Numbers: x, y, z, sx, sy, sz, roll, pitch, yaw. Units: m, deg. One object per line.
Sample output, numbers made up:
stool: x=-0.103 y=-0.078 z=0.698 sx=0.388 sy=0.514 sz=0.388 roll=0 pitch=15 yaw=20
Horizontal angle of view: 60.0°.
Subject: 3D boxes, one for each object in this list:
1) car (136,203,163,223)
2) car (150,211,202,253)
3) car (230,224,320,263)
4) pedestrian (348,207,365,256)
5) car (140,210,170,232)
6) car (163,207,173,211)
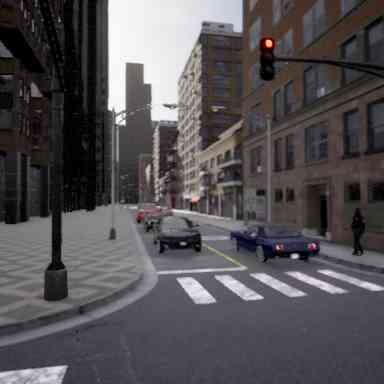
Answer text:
car: x=-4.840 y=2.244 z=36.196 sx=2.150 sy=2.045 sz=5.566 roll=0 pitch=-2 yaw=-11
car: x=-0.812 y=1.931 z=16.175 sx=1.882 sy=1.535 sz=5.008 roll=0 pitch=-2 yaw=-10
car: x=3.089 y=1.966 z=13.576 sx=1.895 sy=1.301 sz=4.718 roll=0 pitch=-2 yaw=-12
pedestrian: x=6.251 y=1.464 z=12.520 sx=0.375 sy=1.860 sz=0.375 roll=0 pitch=-2 yaw=-11
car: x=-2.768 y=2.331 z=25.883 sx=1.895 sy=1.301 sz=4.718 roll=0 pitch=-2 yaw=-11
car: x=-3.727 y=2.783 z=46.555 sx=2.128 sy=1.511 sz=4.902 roll=0 pitch=-1 yaw=-11
